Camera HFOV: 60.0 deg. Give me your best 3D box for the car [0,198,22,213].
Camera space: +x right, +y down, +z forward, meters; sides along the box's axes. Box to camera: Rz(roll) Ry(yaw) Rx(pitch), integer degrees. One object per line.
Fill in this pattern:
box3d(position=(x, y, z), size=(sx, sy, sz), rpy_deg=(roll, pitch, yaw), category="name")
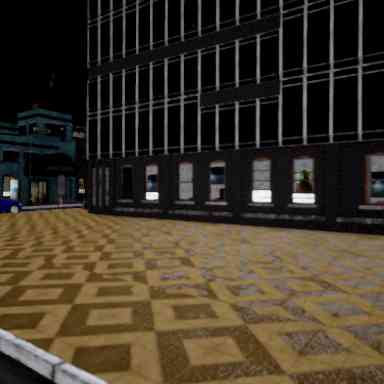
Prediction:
box3d(position=(-15.928, 0.999, 25.967), size=(1.882, 1.535, 5.008), rpy_deg=(0, 1, 35), category="car")
